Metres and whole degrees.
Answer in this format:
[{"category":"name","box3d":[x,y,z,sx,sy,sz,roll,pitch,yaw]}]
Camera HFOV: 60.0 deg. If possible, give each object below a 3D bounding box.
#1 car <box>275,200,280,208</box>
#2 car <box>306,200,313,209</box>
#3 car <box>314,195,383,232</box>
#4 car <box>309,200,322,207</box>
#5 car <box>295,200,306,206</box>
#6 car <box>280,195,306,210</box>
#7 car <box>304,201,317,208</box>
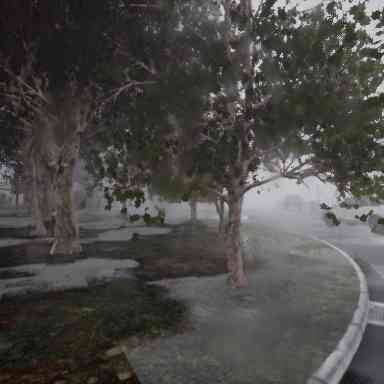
[{"category":"car","box3d":[15.818,2.048,58.003,1.882,1.535,5.008,0,-2,27]},{"category":"car","box3d":[18.616,2.111,56.390,2.033,1.411,5.357,0,-2,26]},{"category":"car","box3d":[10.436,1.202,20.078,2.150,2.045,5.566,0,0,-24]},{"category":"car","box3d":[28.087,2.583,75.540,2.128,1.511,4.902,0,-2,26]},{"category":"car","box3d":[25.002,2.624,76.634,1.895,1.301,4.718,0,-2,26]},{"category":"car","box3d":[14.222,1.461,46.627,2.150,2.045,5.566,0,-2,23]},{"category":"car","box3d":[24.263,2.499,67.810,1.994,1.385,4.181,0,-2,26]}]
